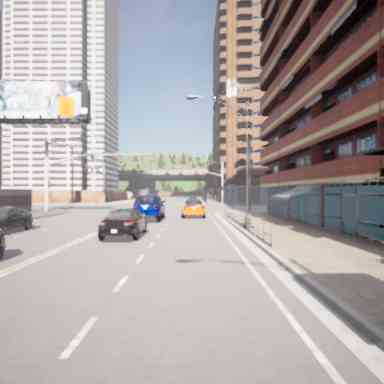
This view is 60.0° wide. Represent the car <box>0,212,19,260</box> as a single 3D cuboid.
[{"bbox_3d":[-7.069,1.530,9.282,1.812,1.442,4.674,0,0,0],"label":"car"}]

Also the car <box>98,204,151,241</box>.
[{"bbox_3d":[-3.388,1.534,16.725,1.812,1.442,4.674,0,0,0],"label":"car"}]

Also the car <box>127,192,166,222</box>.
[{"bbox_3d":[-3.375,1.234,26.560,2.150,2.045,5.566,0,0,0],"label":"car"}]

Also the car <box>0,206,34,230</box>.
[{"bbox_3d":[-10.487,1.533,18.393,1.812,1.442,4.674,0,0,0],"label":"car"}]

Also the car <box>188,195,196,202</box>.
[{"bbox_3d":[0.066,1.564,82.012,1.812,1.442,4.674,0,0,0],"label":"car"}]

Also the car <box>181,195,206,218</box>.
[{"bbox_3d":[0.123,1.367,30.025,2.097,1.767,4.553,0,0,0],"label":"car"}]
